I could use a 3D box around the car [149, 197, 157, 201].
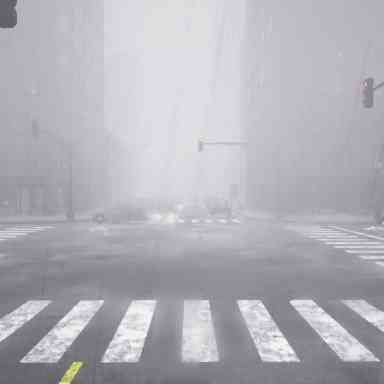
[{"bbox_3d":[-5.680,1.442,39.122,1.967,1.590,4.097,0,0,0],"label":"car"}]

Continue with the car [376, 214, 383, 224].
[{"bbox_3d":[14.598,1.563,20.752,5.357,1.411,2.033,0,0,0],"label":"car"}]

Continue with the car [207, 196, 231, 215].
[{"bbox_3d":[2.820,1.442,33.416,1.967,1.590,4.097,0,0,0],"label":"car"}]

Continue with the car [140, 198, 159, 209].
[{"bbox_3d":[-5.653,1.568,44.790,1.947,1.339,4.313,0,0,0],"label":"car"}]

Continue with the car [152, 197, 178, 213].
[{"bbox_3d":[-2.930,1.603,37.294,1.895,1.301,4.718,0,0,0],"label":"car"}]

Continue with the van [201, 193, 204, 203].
[{"bbox_3d":[2.926,1.343,56.092,1.690,1.788,3.998,0,0,0],"label":"van"}]

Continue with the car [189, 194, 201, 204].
[{"bbox_3d":[0.296,1.527,63.821,1.812,1.442,4.674,0,0,0],"label":"car"}]

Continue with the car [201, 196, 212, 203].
[{"bbox_3d":[2.979,1.551,67.431,2.008,1.369,4.403,0,0,0],"label":"car"}]

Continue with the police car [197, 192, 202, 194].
[{"bbox_3d":[2.735,1.421,79.522,1.930,1.638,5.238,0,0,0],"label":"police car"}]

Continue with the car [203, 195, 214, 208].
[{"bbox_3d":[2.873,1.443,44.754,1.967,1.590,4.097,0,0,0],"label":"car"}]

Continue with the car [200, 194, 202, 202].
[{"bbox_3d":[2.953,1.527,61.931,1.752,1.417,4.829,0,0,0],"label":"car"}]

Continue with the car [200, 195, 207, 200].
[{"bbox_3d":[3.086,1.557,90.108,1.947,1.339,4.313,0,0,0],"label":"car"}]

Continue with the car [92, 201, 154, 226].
[{"bbox_3d":[-5.009,1.565,23.633,1.994,1.385,4.181,0,0,31],"label":"car"}]

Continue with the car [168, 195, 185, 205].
[{"bbox_3d":[-2.800,1.603,59.586,1.895,1.301,4.718,0,0,1],"label":"car"}]

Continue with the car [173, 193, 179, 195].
[{"bbox_3d":[-5.440,1.306,90.136,2.192,1.841,5.009,0,0,0],"label":"car"}]

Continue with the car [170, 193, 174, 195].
[{"bbox_3d":[-5.520,1.543,73.130,1.887,1.381,4.507,0,0,0],"label":"car"}]

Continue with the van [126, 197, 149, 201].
[{"bbox_3d":[-5.706,1.343,33.453,1.690,1.788,3.998,0,0,0],"label":"van"}]
